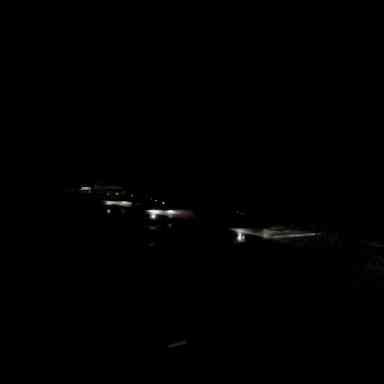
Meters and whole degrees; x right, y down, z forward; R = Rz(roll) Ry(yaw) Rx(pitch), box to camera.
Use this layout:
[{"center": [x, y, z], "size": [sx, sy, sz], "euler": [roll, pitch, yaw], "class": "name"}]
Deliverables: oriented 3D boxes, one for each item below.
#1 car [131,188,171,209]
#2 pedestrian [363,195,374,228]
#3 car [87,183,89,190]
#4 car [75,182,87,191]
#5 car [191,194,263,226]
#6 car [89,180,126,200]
[{"center": [-3.448, 0.487, 27.317], "size": [1.837, 1.490, 4.892], "euler": [2, 2, -32], "class": "car"}, {"center": [9.718, 1.070, 18.364], "size": [0.375, 1.860, 0.375], "euler": [5, -3, -32], "class": "pedestrian"}, {"center": [-13.427, -0.511, 49.117], "size": [2.128, 1.511, 4.902], "euler": [2, 2, -32], "class": "car"}, {"center": [-18.984, -0.982, 57.907], "size": [2.128, 1.511, 4.902], "euler": [2, 2, -32], "class": "car"}, {"center": [1.880, 0.902, 18.905], "size": [1.882, 1.535, 5.008], "euler": [2, 2, -33], "class": "car"}, {"center": [-9.108, -0.272, 36.312], "size": [2.150, 2.045, 5.566], "euler": [2, 1, -32], "class": "car"}]
